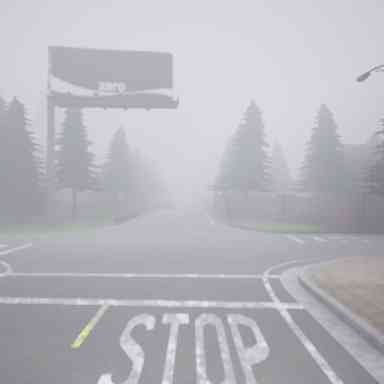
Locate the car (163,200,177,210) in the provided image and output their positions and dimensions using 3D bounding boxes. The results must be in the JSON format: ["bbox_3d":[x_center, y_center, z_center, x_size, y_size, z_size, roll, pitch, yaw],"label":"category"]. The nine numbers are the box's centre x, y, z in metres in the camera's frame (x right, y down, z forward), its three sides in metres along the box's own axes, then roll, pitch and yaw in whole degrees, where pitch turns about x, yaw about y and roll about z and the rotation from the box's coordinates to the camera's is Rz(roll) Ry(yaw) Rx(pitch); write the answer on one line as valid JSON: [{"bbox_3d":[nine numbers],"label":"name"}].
[{"bbox_3d":[-3.505,2.069,52.976,1.837,1.490,4.892,0,0,0],"label":"car"}]
